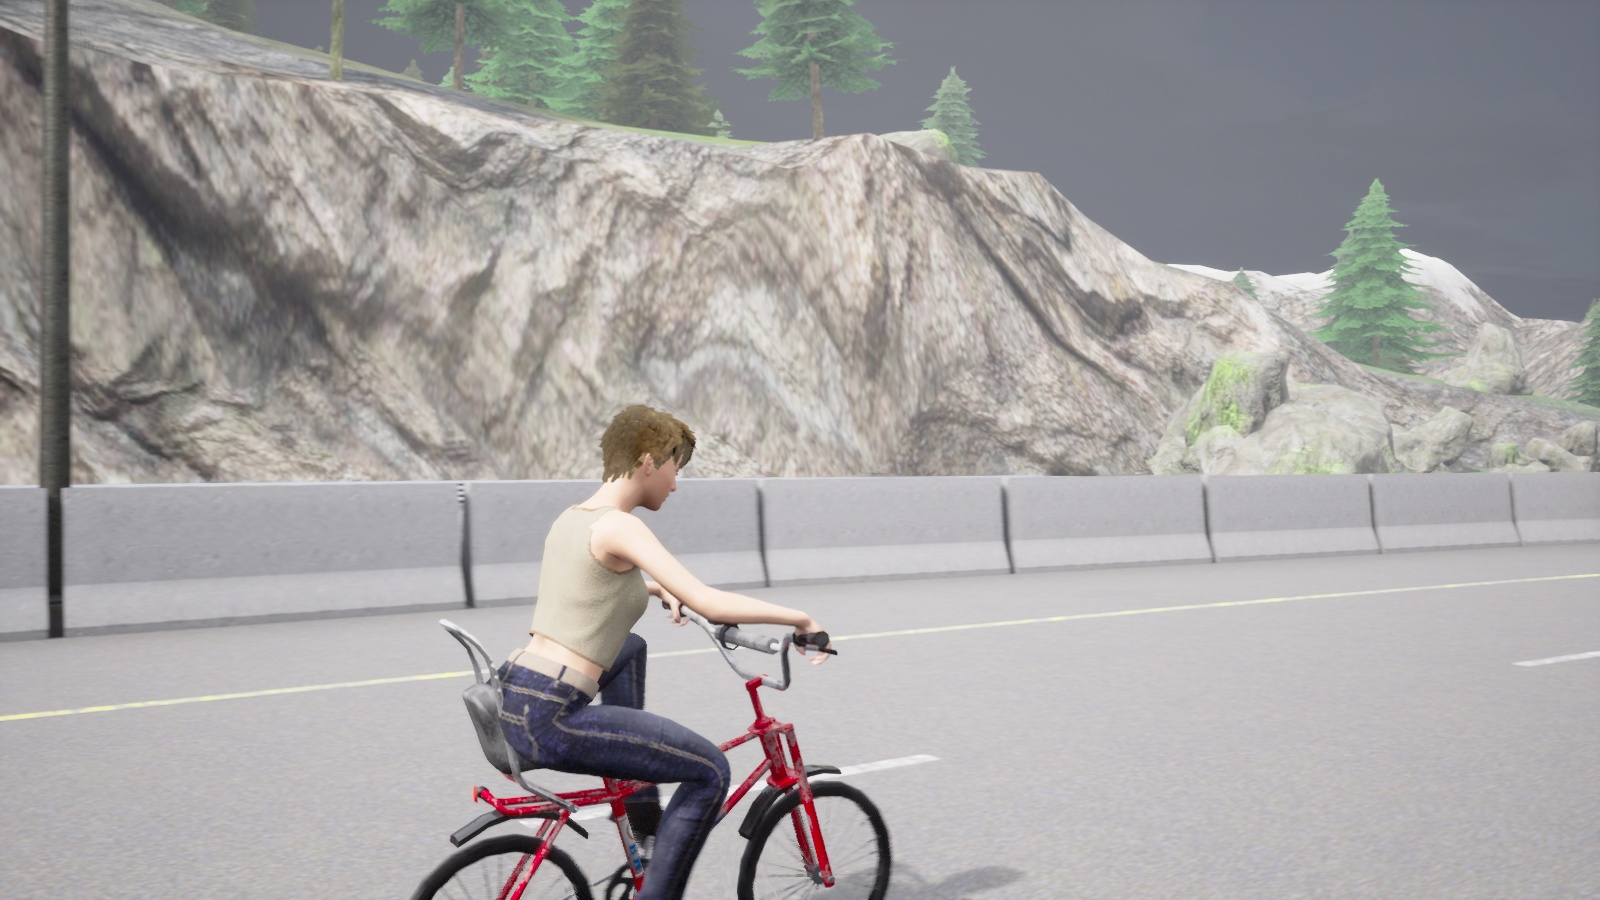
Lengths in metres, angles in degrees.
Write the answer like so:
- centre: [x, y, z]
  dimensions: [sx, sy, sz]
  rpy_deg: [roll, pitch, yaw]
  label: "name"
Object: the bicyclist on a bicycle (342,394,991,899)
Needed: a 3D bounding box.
- centre: [-0.347, 0.689, 3.380]
  dimensions: [1.509, 1.612, 0.866]
  rpy_deg: [0, 0, -33]
  label: "bicyclist on a bicycle"
